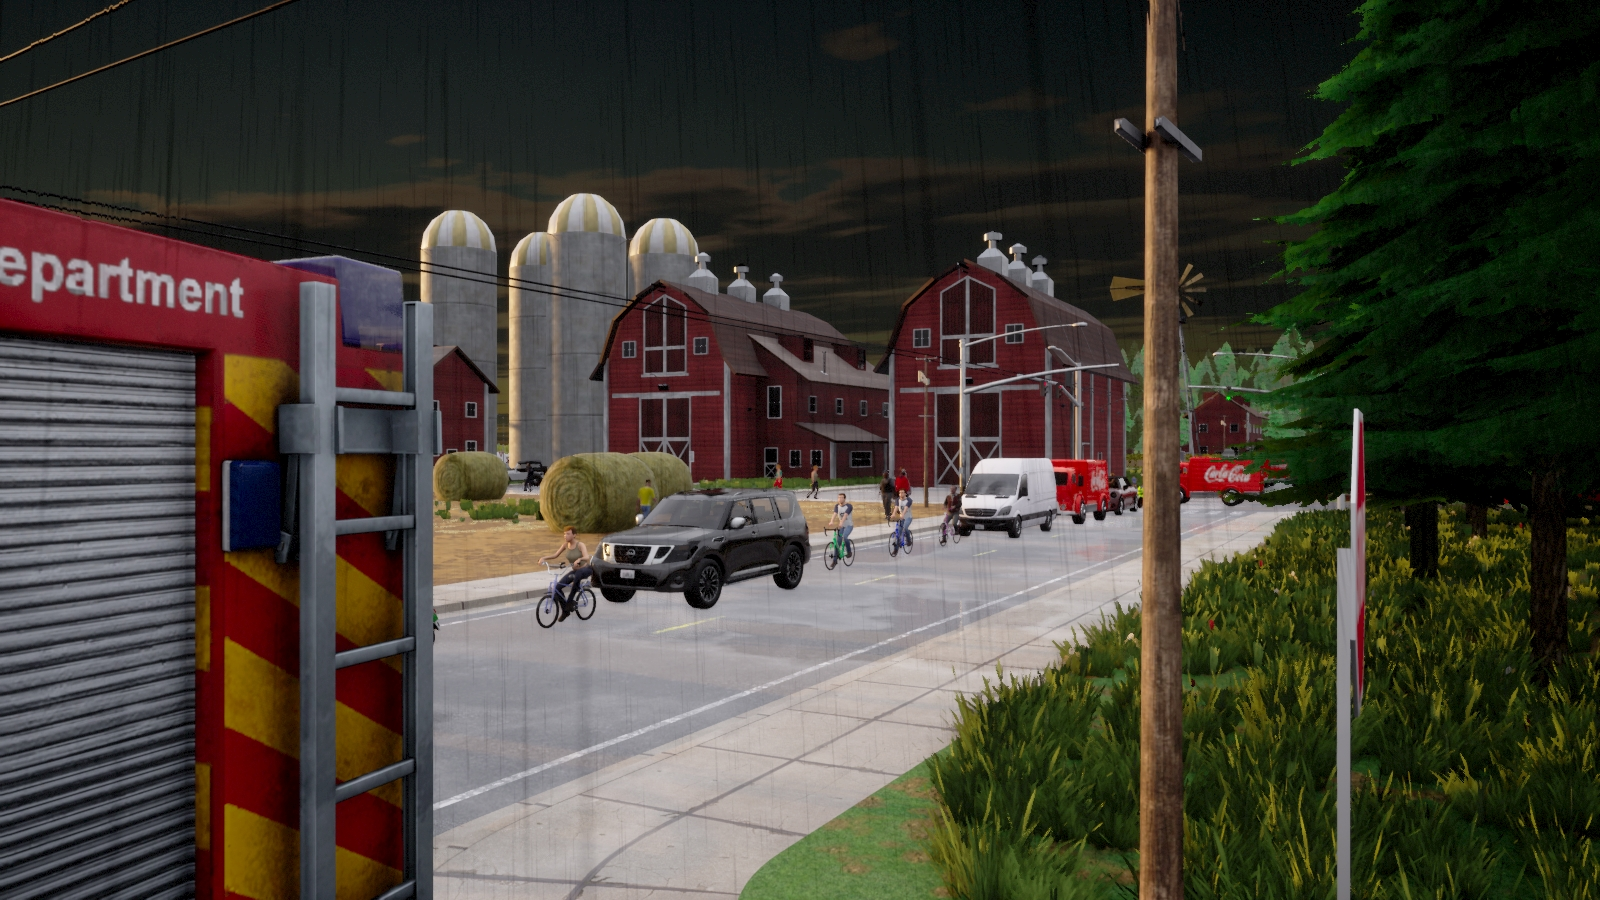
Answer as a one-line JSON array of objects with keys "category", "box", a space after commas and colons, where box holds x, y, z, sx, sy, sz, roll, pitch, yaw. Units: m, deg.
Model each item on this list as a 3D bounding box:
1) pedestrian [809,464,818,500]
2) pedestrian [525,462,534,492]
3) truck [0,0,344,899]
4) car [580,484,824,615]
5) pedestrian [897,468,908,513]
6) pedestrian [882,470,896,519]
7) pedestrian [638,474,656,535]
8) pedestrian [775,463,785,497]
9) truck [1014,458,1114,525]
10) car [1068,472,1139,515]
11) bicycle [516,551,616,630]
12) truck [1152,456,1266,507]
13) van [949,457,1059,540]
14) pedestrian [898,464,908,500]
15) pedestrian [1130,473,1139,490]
[{"category": "pedestrian", "box": [0.716, 1.668, 60.095, 0.375, 1.860, 0.375, 0, 0, 24]}, {"category": "pedestrian", "box": [-16.755, 1.669, 70.734, 0.375, 1.860, 0.375, 0, 0, 27]}, {"category": "truck", "box": [-5.968, 0.867, 3.806, 8.468, 3.827, 2.891, 0, 0, 20]}, {"category": "car", "box": [-1.716, 1.779, 22.423, 2.150, 2.045, 5.566, 0, 0, 27]}, {"category": "pedestrian", "box": [4.292, 1.678, 47.793, 0.375, 1.860, 0.375, 0, 0, 25]}, {"category": "pedestrian", "box": [3.383, 1.686, 43.531, 0.375, 1.860, 0.375, 0, 0, 36]}, {"category": "pedestrian", "box": [-4.742, 1.681, 35.436, 0.375, 1.860, 0.375, 0, 0, 34]}, {"category": "pedestrian", "box": [-1.105, 1.670, 62.829, 0.375, 1.860, 0.375, 0, 0, 27]}, {"category": "truck", "box": [10.553, 1.568, 45.371, 2.627, 2.467, 5.204, 0, 0, 28]}, {"category": "car", "box": [13.653, 1.903, 51.218, 2.097, 1.767, 4.553, 0, 0, 28]}, {"category": "bicycle", "box": [-3.784, 2.256, 18.575, 0.859, 1.080, 1.487, 0, 0, 28]}, {"category": "truck", "box": [20.995, 1.557, 58.691, 5.204, 2.467, 2.627, 0, 0, 27]}, {"category": "van", "box": [7.063, 1.534, 38.944, 1.988, 2.561, 5.915, 0, 0, 28]}, {"category": "pedestrian", "box": [5.363, 1.671, 59.427, 0.375, 1.860, 0.375, 0, 0, 25]}, {"category": "pedestrian", "box": [21.968, 2.076, 75.098, 0.500, 1.100, 0.500, 0, 0, 27]}]
